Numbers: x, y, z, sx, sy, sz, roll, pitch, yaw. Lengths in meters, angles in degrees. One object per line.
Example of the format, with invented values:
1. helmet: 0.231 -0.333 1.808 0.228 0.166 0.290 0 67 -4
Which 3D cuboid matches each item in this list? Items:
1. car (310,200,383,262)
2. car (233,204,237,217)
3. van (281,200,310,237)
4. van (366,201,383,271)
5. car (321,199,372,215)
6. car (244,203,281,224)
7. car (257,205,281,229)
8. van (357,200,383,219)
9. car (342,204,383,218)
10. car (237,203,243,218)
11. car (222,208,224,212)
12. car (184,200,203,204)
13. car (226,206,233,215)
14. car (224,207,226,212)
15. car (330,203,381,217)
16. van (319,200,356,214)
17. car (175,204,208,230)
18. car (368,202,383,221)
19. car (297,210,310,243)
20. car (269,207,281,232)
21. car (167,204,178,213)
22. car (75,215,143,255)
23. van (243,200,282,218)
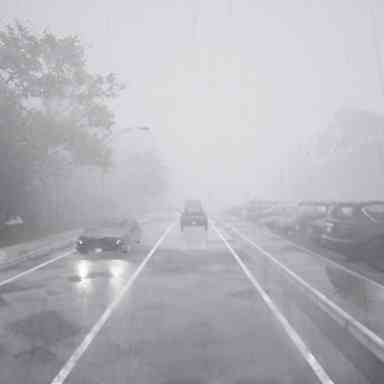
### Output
1. car: 7.105 1.300 10.750 5.566 2.045 2.435 0 0 0
2. car: 7.181 2.114 35.707 4.792 1.488 2.163 0 -1 0
3. van: 6.977 1.432 16.285 4.442 1.987 1.878 0 -1 0
4. van: 6.952 1.309 7.974 4.442 1.987 1.878 0 0 0
5. car: 20.283 2.017 43.776 5.566 2.045 2.435 0 -2 0
6. car: 7.132 1.901 27.382 5.008 1.535 2.097 0 -1 0
7. car: 7.080 1.809 21.832 4.792 1.488 2.163 0 -1 0
8. van: 20.347 1.852 35.470 4.442 1.987 1.878 0 -1 0
9. car: 20.233 2.140 38.235 4.892 1.521 2.231 0 -1 0
10. car: 7.146 2.063 32.932 4.674 1.452 2.002 0 -1 0
11. car: 7.190 2.354 46.802 4.892 1.521 2.231 0 -2 0
12. car: 0.188 1.943 40.696 2.150 2.045 5.566 0 -2 0
13. car: 7.132 1.894 38.490 5.566 2.045 2.435 0 -1 0
14. car: 7.183 2.276 44.031 5.008 1.535 2.097 0 -1 0
15. car: 20.062 2.199 41.002 5.366 1.575 1.946 0 -1 0
16. van: 20.382 2.123 46.666 4.442 1.987 1.878 0 -2 0
17. car: 0.145 1.833 23.736 2.128 1.511 4.902 0 -1 0
18. car: 20.191 1.892 32.699 4.553 1.767 2.185 0 -1 0
19. car: 7.114 1.626 13.498 4.792 1.488 2.163 0 -1 0
20. car: 7.104 1.759 19.055 4.674 1.452 2.002 0 -1 0
21. car: -3.175 2.746 57.566 1.882 1.535 5.008 0 -2 1
22. car: -3.327 1.728 14.488 2.033 1.411 5.357 0 -1 0
23. van: 7.252 1.736 30.163 4.442 1.987 1.878 0 -1 0
